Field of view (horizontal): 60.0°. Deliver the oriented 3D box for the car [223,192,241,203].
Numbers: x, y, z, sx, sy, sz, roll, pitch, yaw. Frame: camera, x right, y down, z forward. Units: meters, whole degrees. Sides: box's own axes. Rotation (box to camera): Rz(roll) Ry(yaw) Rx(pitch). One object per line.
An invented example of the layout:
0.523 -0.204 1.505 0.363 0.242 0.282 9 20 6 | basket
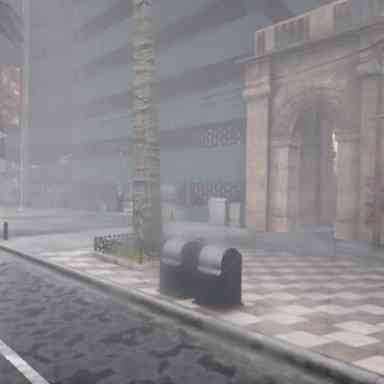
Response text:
4.496 0.827 24.647 5.566 2.045 2.435 1 1 43 | car
